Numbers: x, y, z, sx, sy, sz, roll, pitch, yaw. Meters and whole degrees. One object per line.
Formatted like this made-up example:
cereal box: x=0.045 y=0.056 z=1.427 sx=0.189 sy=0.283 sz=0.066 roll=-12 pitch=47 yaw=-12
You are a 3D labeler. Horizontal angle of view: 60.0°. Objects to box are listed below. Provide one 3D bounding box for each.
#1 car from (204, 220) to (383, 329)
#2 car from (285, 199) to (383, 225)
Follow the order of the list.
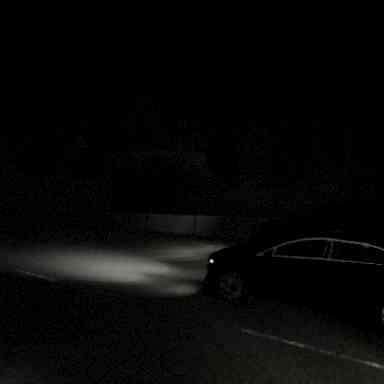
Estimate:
car: x=2.538 y=1.491 z=6.482 sx=4.902 sy=1.511 sz=2.128 roll=0 pitch=0 yaw=35
car: x=4.520 y=1.219 z=9.368 sx=5.566 sy=2.045 sz=2.150 roll=0 pitch=0 yaw=35
